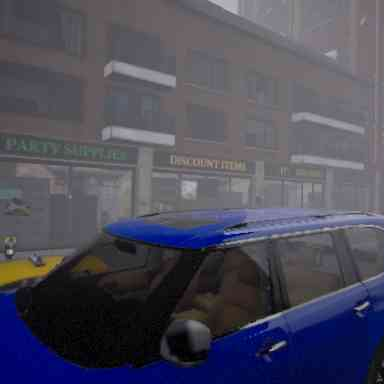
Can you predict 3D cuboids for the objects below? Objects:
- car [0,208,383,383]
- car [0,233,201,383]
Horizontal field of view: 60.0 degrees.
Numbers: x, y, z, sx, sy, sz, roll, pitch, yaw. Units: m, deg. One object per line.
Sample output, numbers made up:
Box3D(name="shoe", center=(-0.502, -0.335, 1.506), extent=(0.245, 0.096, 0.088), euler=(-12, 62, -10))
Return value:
Box3D(name="car", center=(0.005, 1.221, 3.071), extent=(5.566, 2.045, 2.150), euler=(0, 0, -35))
Box3D(name="car", center=(-2.348, 1.526, 4.400), extent=(4.829, 1.417, 1.752), euler=(0, 2, -35))
